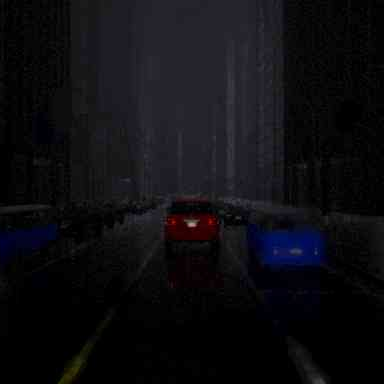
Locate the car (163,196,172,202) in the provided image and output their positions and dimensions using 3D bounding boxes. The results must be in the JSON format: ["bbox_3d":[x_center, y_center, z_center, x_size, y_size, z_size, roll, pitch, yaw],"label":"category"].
[{"bbox_3d":[-5.761,1.576,77.787,1.752,1.417,4.829,0,0,0],"label":"car"}]

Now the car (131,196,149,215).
[{"bbox_3d":[-5.761,1.449,33.081,1.967,1.590,4.097,0,0,0],"label":"car"}]

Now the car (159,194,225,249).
[{"bbox_3d":[0.000,1.259,14.680,2.150,2.045,5.566,0,0,0],"label":"car"}]

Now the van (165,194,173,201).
[{"bbox_3d":[-5.761,1.400,83.566,1.690,1.788,3.998,0,0,0],"label":"van"}]

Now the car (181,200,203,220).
[{"bbox_3d":[0.000,1.524,29.650,1.837,1.490,4.892,0,0,0],"label":"car"}]

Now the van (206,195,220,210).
[{"bbox_3d":[2.764,1.357,44.315,1.690,1.788,3.998,0,0,0],"label":"van"}]

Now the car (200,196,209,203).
[{"bbox_3d":[2.764,1.626,72.360,1.802,1.307,4.206,0,0,0],"label":"car"}]

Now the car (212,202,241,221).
[{"bbox_3d":[2.764,1.572,27.487,1.947,1.339,4.313,0,0,0],"label":"car"}]

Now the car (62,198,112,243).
[{"bbox_3d":[-5.761,1.316,16.253,2.192,1.841,5.009,0,0,0],"label":"car"}]

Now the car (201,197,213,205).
[{"bbox_3d":[2.764,1.597,61.142,1.947,1.339,4.313,0,0,0],"label":"car"}]

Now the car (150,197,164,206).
[{"bbox_3d":[-5.761,1.591,55.519,1.947,1.339,4.313,0,0,0],"label":"car"}]

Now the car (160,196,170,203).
[{"bbox_3d":[-5.762,1.626,72.347,1.802,1.307,4.206,0,0,0],"label":"car"}]

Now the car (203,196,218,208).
[{"bbox_3d":[2.764,1.461,49.924,1.967,1.590,4.097,0,0,0],"label":"car"}]

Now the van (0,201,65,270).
[{"bbox_3d":[-5.761,1.340,10.642,1.690,1.788,3.998,0,0,0],"label":"van"}]

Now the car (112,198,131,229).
[{"bbox_3d":[-5.761,1.318,21.861,2.192,1.841,5.009,0,0,0],"label":"car"}]

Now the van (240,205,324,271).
[{"bbox_3d":[2.765,1.340,10.660,1.690,1.788,3.998,0,0,0],"label":"van"}]

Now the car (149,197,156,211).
[{"bbox_3d":[-5.761,1.563,38.691,2.008,1.369,4.403,0,0,0],"label":"car"}]

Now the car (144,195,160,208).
[{"bbox_3d":[-5.761,1.331,44.300,2.192,1.841,5.009,0,0,0],"label":"car"}]

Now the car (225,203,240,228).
[{"bbox_3d":[2.764,1.569,21.878,1.947,1.339,4.313,0,0,0],"label":"car"}]

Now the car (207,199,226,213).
[{"bbox_3d":[2.764,1.557,38.706,1.887,1.381,4.507,0,0,0],"label":"car"}]
